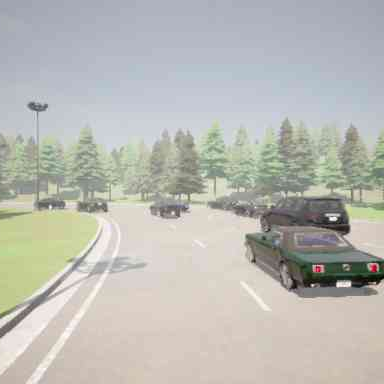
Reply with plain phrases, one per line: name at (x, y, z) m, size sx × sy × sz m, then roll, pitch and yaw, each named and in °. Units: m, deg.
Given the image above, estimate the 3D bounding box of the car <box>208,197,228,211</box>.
car at (3.860, 1.352, 40.877) m, size 2.097 × 1.767 × 4.553 m, roll 0°, pitch 0°, yaw -31°

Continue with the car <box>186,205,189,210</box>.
car at (-2.295, 1.600, 37.364) m, size 1.895 × 1.301 × 4.718 m, roll 0°, pitch 0°, yaw -33°

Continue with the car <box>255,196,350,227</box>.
car at (5.330, 1.220, 16.393) m, size 2.150 × 2.045 × 5.566 m, roll 0°, pitch 0°, yaw -11°

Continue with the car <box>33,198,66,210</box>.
car at (-18.820, 1.505, 43.892) m, size 4.892 × 1.490 × 1.837 m, roll 0°, pitch 0°, yaw 30°

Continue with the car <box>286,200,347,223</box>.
car at (9.867, 1.490, 26.875) m, size 2.128 × 1.511 × 4.902 m, roll 0°, pitch 0°, yaw -16°

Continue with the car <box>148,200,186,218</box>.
car at (-2.614, 1.506, 30.697) m, size 1.837 × 1.490 × 4.892 m, roll 1°, pitch 0°, yaw -24°

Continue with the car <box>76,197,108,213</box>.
car at (-11.310, 1.352, 37.463) m, size 2.097 × 1.767 × 4.553 m, roll 0°, pitch 0°, yaw -41°

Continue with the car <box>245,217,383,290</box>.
car at (2.890, 1.601, 9.079) m, size 1.895 × 1.301 × 4.718 m, roll 0°, pitch 0°, yaw -7°

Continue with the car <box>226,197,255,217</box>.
car at (5.252, 1.493, 30.142) m, size 2.128 × 1.511 × 4.902 m, roll 0°, pitch 0°, yaw -17°
